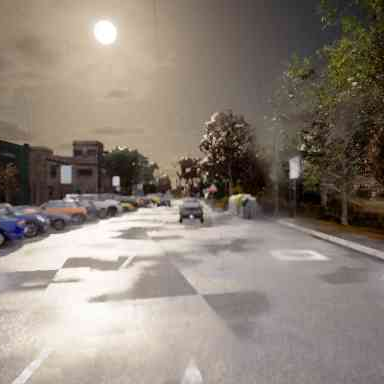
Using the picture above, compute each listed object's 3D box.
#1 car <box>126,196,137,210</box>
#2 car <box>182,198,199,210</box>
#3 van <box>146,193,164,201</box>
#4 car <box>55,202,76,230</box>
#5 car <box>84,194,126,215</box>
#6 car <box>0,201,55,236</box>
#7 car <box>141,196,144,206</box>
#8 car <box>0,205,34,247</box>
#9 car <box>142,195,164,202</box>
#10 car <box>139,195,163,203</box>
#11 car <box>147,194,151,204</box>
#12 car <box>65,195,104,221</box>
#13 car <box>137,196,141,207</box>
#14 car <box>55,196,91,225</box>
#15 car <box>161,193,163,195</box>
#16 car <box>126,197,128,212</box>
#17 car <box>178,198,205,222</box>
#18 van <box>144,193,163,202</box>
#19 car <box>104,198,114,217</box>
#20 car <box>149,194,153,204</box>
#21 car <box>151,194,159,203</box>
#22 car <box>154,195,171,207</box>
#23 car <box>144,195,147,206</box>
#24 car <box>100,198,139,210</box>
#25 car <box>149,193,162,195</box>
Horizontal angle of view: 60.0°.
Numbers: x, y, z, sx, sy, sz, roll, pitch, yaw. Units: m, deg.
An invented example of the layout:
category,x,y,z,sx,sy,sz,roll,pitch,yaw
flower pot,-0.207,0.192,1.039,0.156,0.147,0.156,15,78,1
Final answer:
category,x,y,z,sx,sy,sz,roll,pitch,yaw
car,-9.345,1.502,37.709,5.366,1.575,1.946,-1,0,-20
car,-0.199,1.524,43.515,2.128,1.511,4.902,0,0,-1
van,-9.938,1.339,88.618,4.442,1.987,1.878,-1,1,-21
car,-9.491,1.530,19.626,4.674,1.452,2.002,-1,0,-20
car,-9.488,1.247,31.650,5.566,2.045,2.435,-1,0,-20
car,-9.517,1.364,16.617,4.553,1.767,2.185,-1,0,-20
car,-9.566,1.403,46.641,4.553,1.767,2.185,-1,0,-20
car,-9.467,1.489,13.614,5.008,1.535,2.097,-1,0,-20
car,-9.753,1.619,82.674,5.008,1.535,2.097,-1,0,-21
car,-9.880,1.638,79.604,5.366,1.575,1.946,-1,0,-20
car,-9.520,1.576,52.662,4.792,1.488,2.163,-1,0,-20
car,-9.471,1.366,25.636,4.553,1.767,2.185,-1,0,-20
car,-9.513,1.262,40.667,5.566,2.045,2.435,-1,0,-20
car,-9.466,1.364,22.635,4.553,1.767,2.185,-1,0,-20
car,-9.461,1.608,70.721,5.366,1.575,1.946,-1,0,-20
car,-9.486,1.532,34.651,4.792,1.488,2.163,-1,0,-20
car,-0.051,1.511,26.468,1.837,1.490,4.892,0,1,0
van,-9.897,1.367,85.618,4.442,1.987,1.878,-1,1,-21
car,-9.481,1.524,28.650,4.792,1.488,2.163,-1,0,-20
car,-9.559,1.597,55.654,4.674,1.452,2.002,-1,-1,-20
car,-9.605,1.592,64.654,4.892,1.521,2.231,-1,-1,-20
car,-4.304,1.620,51.615,1.994,1.385,4.181,0,0,0
car,-9.572,1.412,49.643,4.553,1.767,2.185,-1,0,-20
car,-9.524,1.561,43.644,4.674,1.452,2.002,-1,0,-20
car,-9.441,1.597,67.720,5.366,1.575,1.946,-1,0,-20
